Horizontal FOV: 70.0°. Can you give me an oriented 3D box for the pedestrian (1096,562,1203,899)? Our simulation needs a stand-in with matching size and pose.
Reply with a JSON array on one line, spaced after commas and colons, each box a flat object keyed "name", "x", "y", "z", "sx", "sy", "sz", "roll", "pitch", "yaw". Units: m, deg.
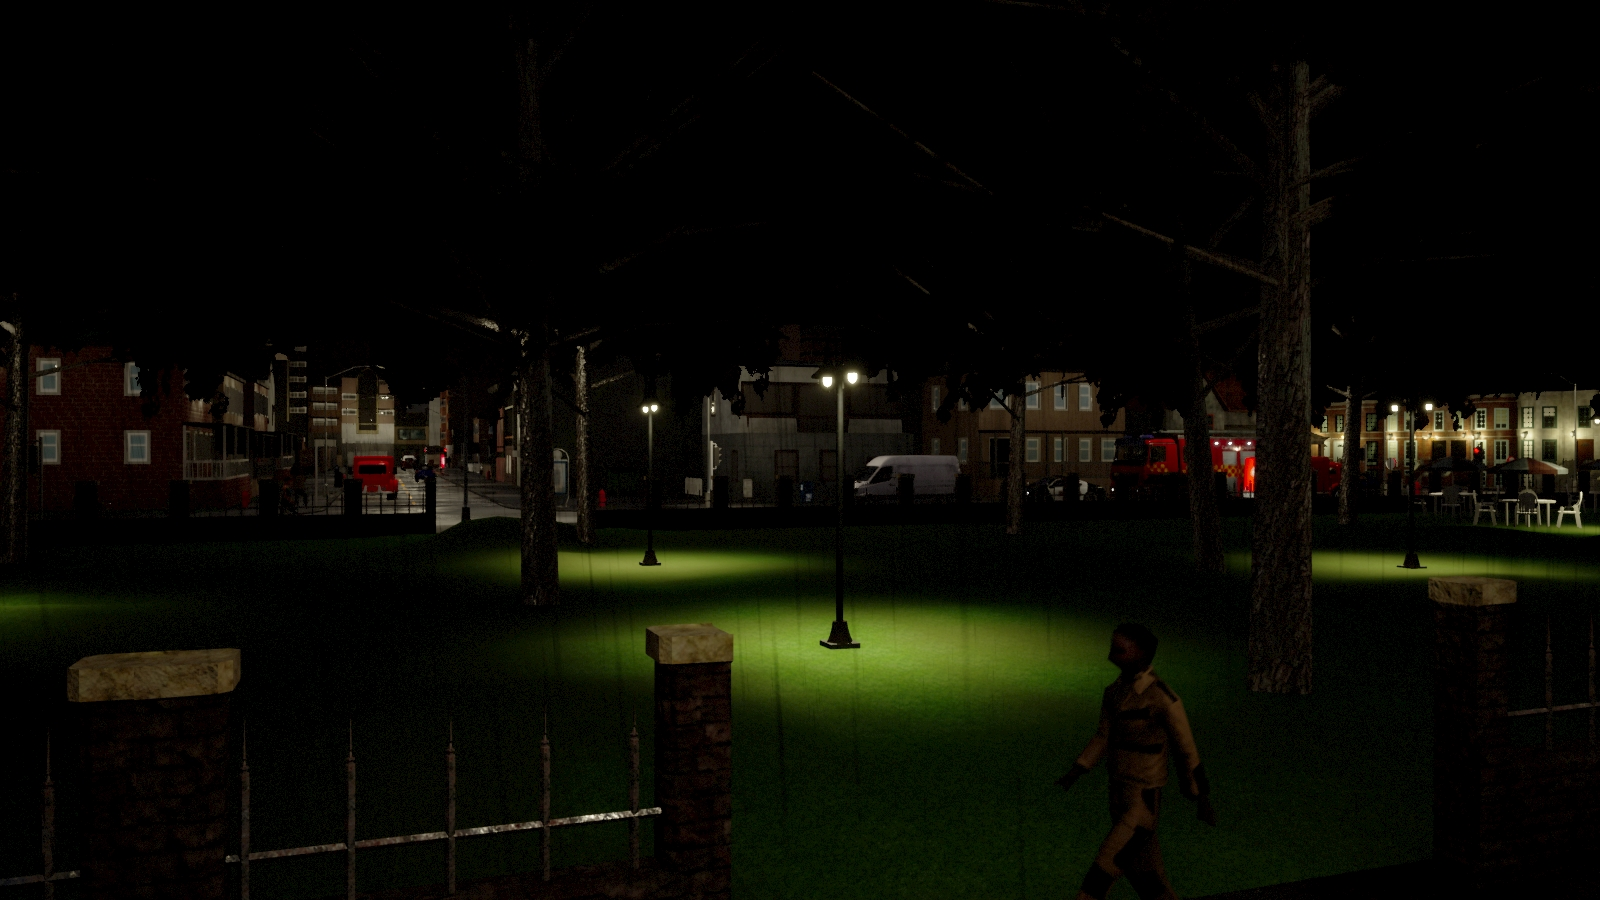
[{"name": "pedestrian", "x": 1.785, "y": 1.525, "z": 5.855, "sx": 0.375, "sy": 1.860, "sz": 0.375, "roll": 0, "pitch": 0, "yaw": -19}]

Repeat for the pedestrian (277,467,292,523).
[{"name": "pedestrian", "x": -17.463, "y": 1.525, "z": 38.714, "sx": 0.375, "sy": 1.860, "sz": 0.375, "roll": 0, "pitch": 0, "yaw": -7}]

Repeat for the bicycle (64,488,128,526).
[{"name": "bicycle", "x": -24.015, "y": 1.940, "z": 39.006, "sx": 1.835, "sy": 1.271, "sz": 0.329, "roll": 0, "pitch": 0, "yaw": -20}]

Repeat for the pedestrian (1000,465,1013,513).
[{"name": "pedestrian", "x": 8.151, "y": 1.525, "z": 45.086, "sx": 0.375, "sy": 1.860, "sz": 0.375, "roll": 0, "pitch": 0, "yaw": -20}]
